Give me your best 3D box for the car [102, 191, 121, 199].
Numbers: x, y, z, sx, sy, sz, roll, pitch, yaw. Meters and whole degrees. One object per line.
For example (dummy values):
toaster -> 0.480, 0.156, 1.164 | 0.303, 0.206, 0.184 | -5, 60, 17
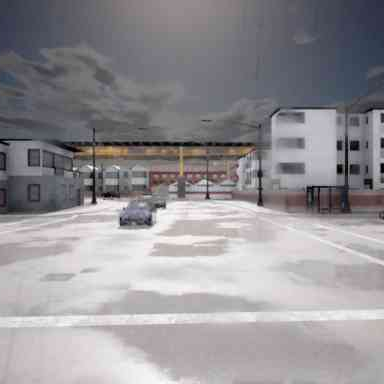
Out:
car -> -16.392, 0.595, 67.678 | 1.882, 1.535, 5.008 | 0, 0, -43

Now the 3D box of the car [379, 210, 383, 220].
car -> 16.512, 1.523, 24.746 | 4.674, 1.442, 1.812 | 0, 0, 1

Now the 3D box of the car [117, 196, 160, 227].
car -> -3.634, 1.381, 22.933 | 2.097, 1.767, 4.553 | 0, 0, 0

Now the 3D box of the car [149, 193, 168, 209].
car -> -4.051, 1.205, 40.446 | 1.837, 1.490, 4.892 | 0, 2, -6

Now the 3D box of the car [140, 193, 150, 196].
car -> -7.332, 0.889, 54.199 | 1.812, 1.442, 4.674 | 0, 1, -23
